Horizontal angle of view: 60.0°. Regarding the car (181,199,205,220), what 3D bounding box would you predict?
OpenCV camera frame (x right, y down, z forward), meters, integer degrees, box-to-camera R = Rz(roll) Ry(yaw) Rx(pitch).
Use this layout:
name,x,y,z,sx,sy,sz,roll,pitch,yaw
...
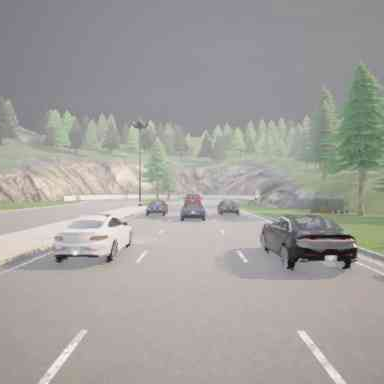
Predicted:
name,x,y,z,sx,sy,sz,roll,pitch,yaw
car,0.088,1.565,27.944,1.994,1.385,4.181,0,0,0

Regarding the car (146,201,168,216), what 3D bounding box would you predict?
name,x,y,z,sx,sy,sz,roll,pitch,yaw
car,-3.402,1.547,33.044,2.033,1.411,5.357,0,0,0

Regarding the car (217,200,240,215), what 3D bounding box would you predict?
name,x,y,z,sx,sy,sz,roll,pitch,yaw
car,3.599,1.547,33.450,2.033,1.411,5.357,0,0,0

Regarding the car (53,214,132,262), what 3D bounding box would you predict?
name,x,y,z,sx,sy,sz,roll,pitch,yaw
car,-3.400,1.526,12.009,1.812,1.442,4.674,0,0,0

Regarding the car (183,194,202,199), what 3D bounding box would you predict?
name,x,y,z,sx,sy,sz,roll,pitch,yaw
car,0.090,1.222,41.663,2.150,2.045,5.566,0,0,0

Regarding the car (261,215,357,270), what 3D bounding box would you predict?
name,x,y,z,sx,sy,sz,roll,pitch,yaw
car,3.600,1.491,11.037,2.128,1.511,4.902,0,0,0
